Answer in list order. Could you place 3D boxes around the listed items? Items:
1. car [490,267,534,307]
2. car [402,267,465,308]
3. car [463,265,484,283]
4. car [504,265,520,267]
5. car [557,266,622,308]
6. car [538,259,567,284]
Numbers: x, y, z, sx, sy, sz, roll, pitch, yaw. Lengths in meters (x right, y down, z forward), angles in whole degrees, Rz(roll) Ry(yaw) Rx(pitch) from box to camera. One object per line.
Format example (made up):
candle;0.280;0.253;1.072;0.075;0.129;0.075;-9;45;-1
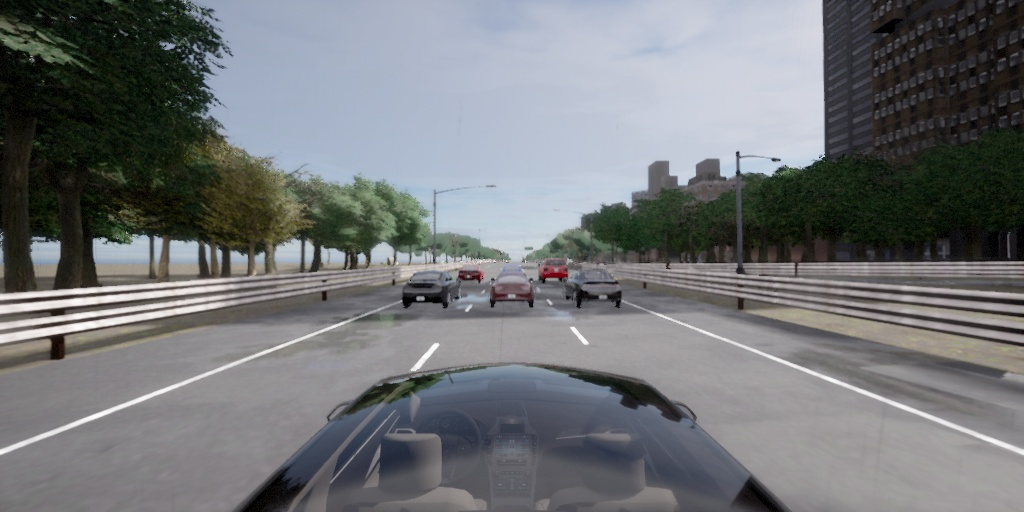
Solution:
car;0.001;1.413;16.233;1.812;1.442;4.674;0;0;0
car;-3.500;1.396;16.167;1.837;1.490;4.892;0;0;0
car;-3.503;1.503;31.327;1.882;1.535;5.008;0;0;0
car;-0.003;1.503;31.336;1.882;1.535;5.008;0;0;0
car;3.500;1.380;16.159;2.128;1.511;4.902;0;0;0
car;3.491;1.238;30.880;2.150;2.045;5.566;0;0;0
